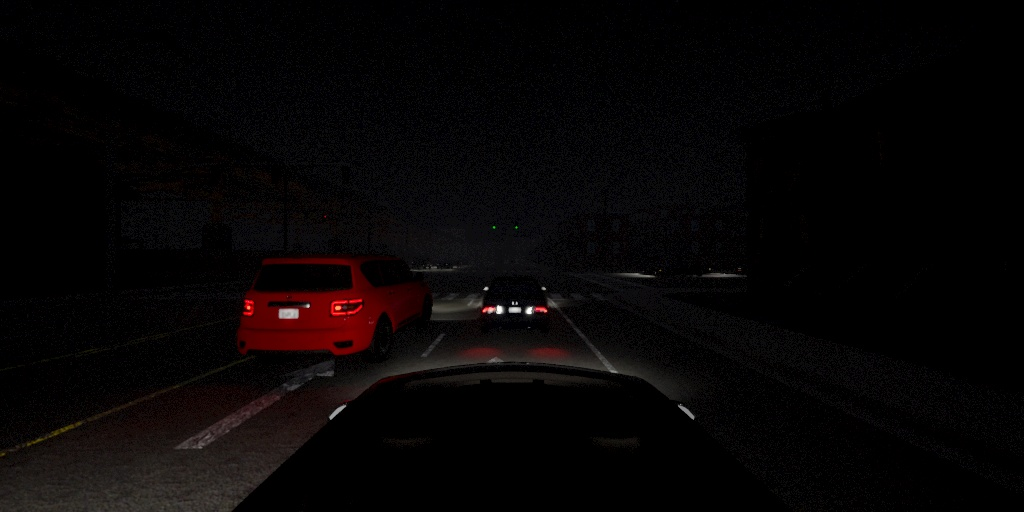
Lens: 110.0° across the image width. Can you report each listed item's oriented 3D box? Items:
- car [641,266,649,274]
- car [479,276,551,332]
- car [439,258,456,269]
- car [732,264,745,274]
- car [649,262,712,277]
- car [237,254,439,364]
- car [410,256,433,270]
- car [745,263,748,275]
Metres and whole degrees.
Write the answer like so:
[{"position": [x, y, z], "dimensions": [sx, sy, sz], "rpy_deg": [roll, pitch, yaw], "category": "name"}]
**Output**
[{"position": [17.104, 1.309, 39.365], "dimensions": [5.357, 1.411, 2.033], "rpy_deg": [0, 0, 2], "category": "car"}, {"position": [0.086, 1.300, 10.836], "dimensions": [2.033, 1.411, 5.357], "rpy_deg": [0, 0, 0], "category": "car"}, {"position": [-10.588, 1.245, 56.707], "dimensions": [1.882, 1.535, 5.008], "rpy_deg": [0, 0, 0], "category": "car"}, {"position": [26.832, 1.267, 39.370], "dimensions": [4.892, 1.490, 1.837], "rpy_deg": [0, 0, 0], "category": "car"}, {"position": [16.998, 1.308, 35.881], "dimensions": [5.357, 1.411, 2.033], "rpy_deg": [0, 0, 0], "category": "car"}, {"position": [-3.425, 0.975, 8.219], "dimensions": [2.150, 2.045, 5.566], "rpy_deg": [0, 0, 0], "category": "car"}, {"position": [-14.087, 0.989, 56.001], "dimensions": [2.150, 2.045, 5.566], "rpy_deg": [0, 0, 0], "category": "car"}, {"position": [26.555, 1.362, 35.873], "dimensions": [4.718, 1.301, 1.895], "rpy_deg": [0, 0, 0], "category": "car"}]
